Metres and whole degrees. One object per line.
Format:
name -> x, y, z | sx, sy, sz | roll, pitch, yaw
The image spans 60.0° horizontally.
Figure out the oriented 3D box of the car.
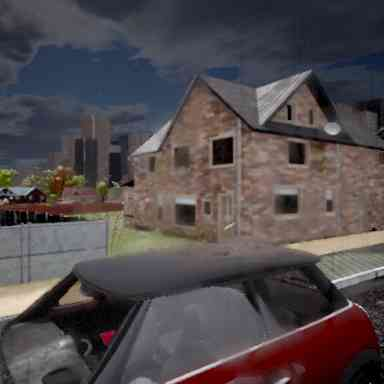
car -> -0.454, 1.348, 2.715 | 4.553, 1.767, 2.097 | 0, 0, -35
